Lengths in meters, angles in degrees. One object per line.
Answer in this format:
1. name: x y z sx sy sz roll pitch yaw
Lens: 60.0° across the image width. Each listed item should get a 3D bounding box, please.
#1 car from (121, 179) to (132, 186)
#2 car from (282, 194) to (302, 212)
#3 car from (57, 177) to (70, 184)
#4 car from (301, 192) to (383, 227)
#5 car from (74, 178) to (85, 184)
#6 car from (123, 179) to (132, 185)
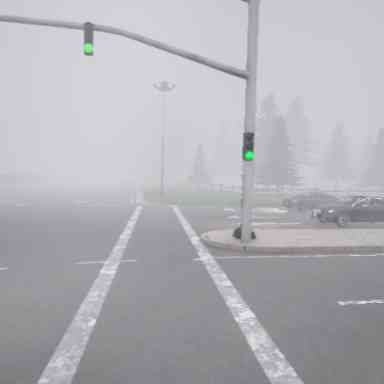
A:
1. car: -13.309 -1.915 67.243 1.812 1.442 4.674 1 3 -9
2. car: 8.786 0.677 24.237 4.181 1.385 1.994 1 3 -10
3. car: -28.612 -2.685 74.059 1.882 1.535 5.008 1 3 -9
4. car: 8.592 0.925 17.091 4.902 1.511 2.128 1 3 -10
5. car: -25.171 -2.503 74.685 1.895 1.301 4.718 1 3 -9
6. car: -14.913 -2.333 77.003 1.895 1.301 4.718 1 3 -9
